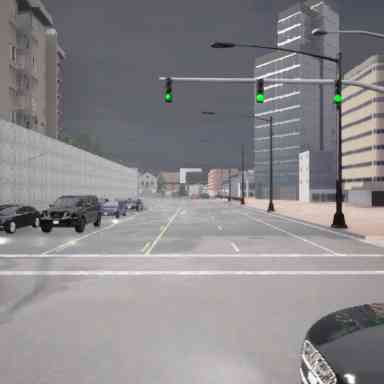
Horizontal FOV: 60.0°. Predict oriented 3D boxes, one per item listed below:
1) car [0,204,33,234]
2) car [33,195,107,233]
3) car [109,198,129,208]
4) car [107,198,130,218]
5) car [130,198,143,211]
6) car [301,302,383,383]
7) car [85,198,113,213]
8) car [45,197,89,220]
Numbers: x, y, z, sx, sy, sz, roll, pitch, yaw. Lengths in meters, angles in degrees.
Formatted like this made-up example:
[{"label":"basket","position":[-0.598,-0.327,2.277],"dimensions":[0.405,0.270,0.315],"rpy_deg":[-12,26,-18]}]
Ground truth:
[{"label":"car","position":[-10.604,1.504,19.482],"dimensions":[1.837,1.490,4.892],"rpy_deg":[0,0,0]},{"label":"car","position":[-7.100,1.221,20.112],"dimensions":[2.150,2.045,5.566],"rpy_deg":[0,0,0]},{"label":"car","position":[-10.565,1.600,48.427],"dimensions":[1.895,1.301,4.718],"rpy_deg":[0,0,0]},{"label":"car","position":[-7.104,1.525,29.753],"dimensions":[1.812,1.442,4.674],"rpy_deg":[0,0,0]},{"label":"car","position":[-7.098,1.491,40.095],"dimensions":[2.128,1.511,4.902],"rpy_deg":[0,0,0]},{"label":"car","position":[3.587,1.548,3.203],"dimensions":[4.892,1.490,1.837],"rpy_deg":[0,0,0]},{"label":"car","position":[-10.601,1.504,38.367],"dimensions":[1.837,1.490,4.892],"rpy_deg":[0,0,0]},{"label":"car","position":[-10.605,1.351,28.549],"dimensions":[2.097,1.767,4.553],"rpy_deg":[0,0,0]}]
